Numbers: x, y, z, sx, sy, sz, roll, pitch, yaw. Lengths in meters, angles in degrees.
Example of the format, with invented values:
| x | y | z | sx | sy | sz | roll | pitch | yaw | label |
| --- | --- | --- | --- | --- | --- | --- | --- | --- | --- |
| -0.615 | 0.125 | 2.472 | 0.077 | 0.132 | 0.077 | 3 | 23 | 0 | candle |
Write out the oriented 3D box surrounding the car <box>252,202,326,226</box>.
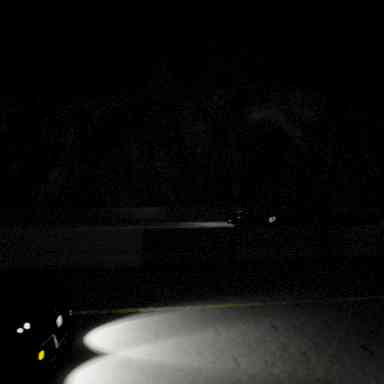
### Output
| x | y | z | sx | sy | sz | roll | pitch | yaw | label |
| --- | --- | --- | --- | --- | --- | --- | --- | --- | --- |
| 6.355 | 1.591 | 20.383 | 4.553 | 1.767 | 2.097 | 0 | -1 | -10 | car |

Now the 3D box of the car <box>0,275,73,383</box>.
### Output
| x | y | z | sx | sy | sz | roll | pitch | yaw | label |
| --- | --- | --- | --- | --- | --- | --- | --- | --- | --- |
| -3.818 | 1.602 | 4.370 | 4.181 | 1.385 | 1.994 | 0 | -1 | -8 | car |

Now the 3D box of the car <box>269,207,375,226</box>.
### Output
| x | y | z | sx | sy | sz | roll | pitch | yaw | label |
| --- | --- | --- | --- | --- | --- | --- | --- | --- | --- |
| 6.778 | 1.694 | 16.901 | 4.902 | 1.511 | 2.128 | 0 | -1 | -10 | car |

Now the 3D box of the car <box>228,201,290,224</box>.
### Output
| x | y | z | sx | sy | sz | roll | pitch | yaw | label |
| --- | --- | --- | --- | --- | --- | --- | --- | --- | --- |
| 5.454 | 1.663 | 27.335 | 4.553 | 1.767 | 2.097 | 0 | -1 | -11 | car |

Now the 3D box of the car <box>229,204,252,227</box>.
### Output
| x | y | z | sx | sy | sz | roll | pitch | yaw | label |
| --- | --- | --- | --- | --- | --- | --- | --- | --- | --- |
| 5.075 | 1.763 | 23.704 | 4.902 | 1.511 | 2.128 | 0 | -1 | -10 | car |
